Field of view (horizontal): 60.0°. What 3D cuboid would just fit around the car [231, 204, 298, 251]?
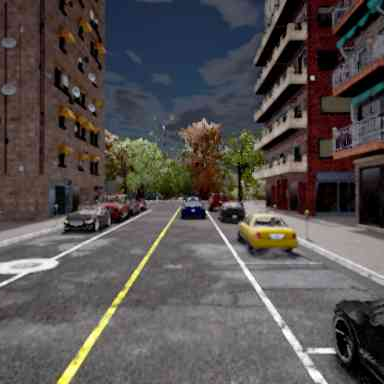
[{"bbox_3d":[2.838,1.429,13.430,1.752,1.417,4.829,1,0,0],"label":"car"}]

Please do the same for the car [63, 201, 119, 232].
[{"bbox_3d":[-5.809,1.416,18.862,2.008,1.369,4.403,1,0,0],"label":"car"}]

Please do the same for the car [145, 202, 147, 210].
[{"bbox_3d":[-5.809,1.330,35.566,1.802,1.307,4.206,1,0,0],"label":"car"}]

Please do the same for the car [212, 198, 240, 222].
[{"bbox_3d":[2.839,1.376,24.397,2.008,1.369,4.403,1,0,0],"label":"car"}]

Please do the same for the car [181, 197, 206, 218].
[{"bbox_3d":[0.105,1.368,27.528,1.994,1.385,4.181,0,0,0],"label":"car"}]

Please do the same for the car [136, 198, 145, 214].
[{"bbox_3d":[-5.809,1.352,29.998,1.947,1.339,4.313,1,0,0],"label":"car"}]

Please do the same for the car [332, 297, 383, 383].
[{"bbox_3d":[2.772,1.545,2.766,1.947,1.339,4.313,1,0,0],"label":"car"}]

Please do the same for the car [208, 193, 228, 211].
[{"bbox_3d":[2.842,1.063,35.530,2.192,1.841,5.009,1,0,0],"label":"car"}]

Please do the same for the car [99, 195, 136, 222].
[{"bbox_3d":[-5.806,1.141,24.428,2.192,1.841,5.009,1,0,0],"label":"car"}]
